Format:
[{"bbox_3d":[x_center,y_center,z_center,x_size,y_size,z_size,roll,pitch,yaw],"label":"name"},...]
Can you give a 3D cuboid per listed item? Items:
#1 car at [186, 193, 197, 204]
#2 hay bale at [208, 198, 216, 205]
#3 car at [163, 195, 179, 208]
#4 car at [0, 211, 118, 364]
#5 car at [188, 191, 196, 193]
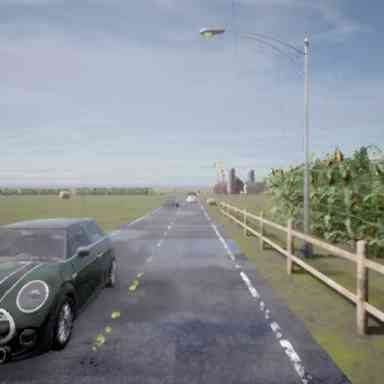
[{"bbox_3d":[-0.027,1.326,60.381,1.812,1.442,4.674,0,0,0],"label":"car"},{"bbox_3d":[3.107,1.481,52.198,1.220,1.180,1.240,1,1,0],"label":"hay bale"},{"bbox_3d":[-2.851,1.197,46.077,2.097,1.767,4.553,0,0,0],"label":"car"},{"bbox_3d":[-2.839,1.330,6.154,2.097,1.767,4.553,0,0,0],"label":"car"},{"bbox_3d":[-0.033,0.867,73.509,2.150,2.045,5.566,0,0,0],"label":"car"}]
